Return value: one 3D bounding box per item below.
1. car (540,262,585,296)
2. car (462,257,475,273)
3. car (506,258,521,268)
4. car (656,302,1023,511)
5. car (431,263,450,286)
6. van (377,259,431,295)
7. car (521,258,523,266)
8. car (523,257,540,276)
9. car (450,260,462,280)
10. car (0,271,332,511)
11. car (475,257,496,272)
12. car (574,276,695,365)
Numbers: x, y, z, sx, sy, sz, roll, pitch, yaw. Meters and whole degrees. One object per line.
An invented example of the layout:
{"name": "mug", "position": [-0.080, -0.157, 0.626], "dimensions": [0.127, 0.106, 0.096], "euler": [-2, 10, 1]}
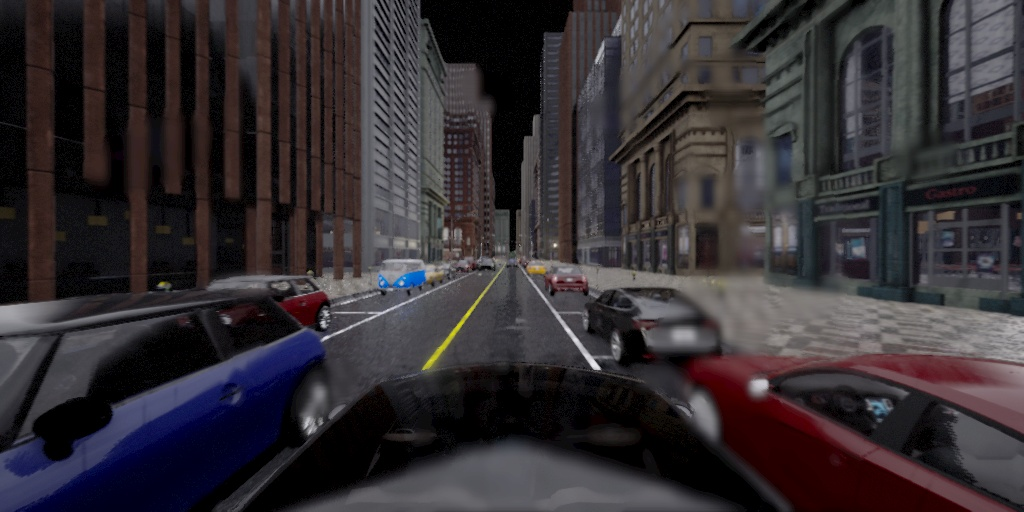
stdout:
{"name": "car", "position": [2.765, 1.161, 19.101], "dimensions": [1.967, 1.591, 4.097], "euler": [0, 0, 0]}
{"name": "car", "position": [-5.755, 1.132, 41.641], "dimensions": [1.967, 1.591, 4.097], "euler": [0, 0, 0]}
{"name": "car", "position": [0.036, 1.274, 57.683], "dimensions": [1.895, 1.301, 4.718], "euler": [0, 0, 1]}
{"name": "car", "position": [2.762, 1.294, 2.193], "dimensions": [1.888, 1.381, 4.507], "euler": [0, 0, 0]}
{"name": "car", "position": [-5.758, 1.239, 24.562], "dimensions": [1.751, 1.417, 4.829], "euler": [0, 0, 0]}
{"name": "van", "position": [-5.760, 1.063, 19.096], "dimensions": [1.690, 1.789, 3.998], "euler": [0, 0, 0]}
{"name": "car", "position": [2.774, 1.254, 58.555], "dimensions": [1.802, 1.307, 4.207], "euler": [0, 0, 0]}
{"name": "car", "position": [2.357, 1.155, 36.169], "dimensions": [1.801, 1.575, 5.366], "euler": [0, 0, 0]}
{"name": "car", "position": [-5.757, 1.256, 30.368], "dimensions": [2.007, 1.370, 4.403], "euler": [0, 0, 0]}
{"name": "car", "position": [-3.100, 1.101, 2.174], "dimensions": [2.097, 1.767, 4.553], "euler": [0, 0, 0]}
{"name": "car", "position": [-3.073, 1.040, 44.731], "dimensions": [2.097, 1.767, 4.553], "euler": [0, 0, 0]}
{"name": "car", "position": [2.763, 1.306, 7.829], "dimensions": [1.948, 1.339, 4.313], "euler": [0, 0, 0]}
